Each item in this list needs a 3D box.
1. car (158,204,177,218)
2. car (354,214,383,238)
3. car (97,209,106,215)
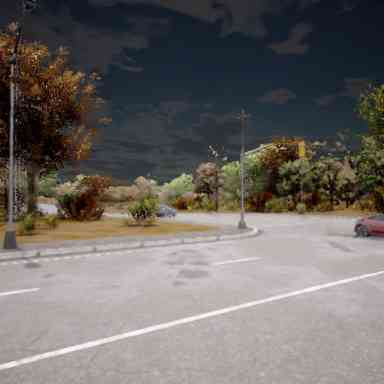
[{"bbox_3d":[-3.564,2.137,39.015,2.097,1.767,4.553,1,-3,-33],"label":"car"},{"bbox_3d":[10.569,1.775,16.941,1.994,1.385,4.181,1,0,-33],"label":"car"},{"bbox_3d":[-16.912,3.565,59.838,1.812,1.442,4.674,1,-3,-33],"label":"car"}]
